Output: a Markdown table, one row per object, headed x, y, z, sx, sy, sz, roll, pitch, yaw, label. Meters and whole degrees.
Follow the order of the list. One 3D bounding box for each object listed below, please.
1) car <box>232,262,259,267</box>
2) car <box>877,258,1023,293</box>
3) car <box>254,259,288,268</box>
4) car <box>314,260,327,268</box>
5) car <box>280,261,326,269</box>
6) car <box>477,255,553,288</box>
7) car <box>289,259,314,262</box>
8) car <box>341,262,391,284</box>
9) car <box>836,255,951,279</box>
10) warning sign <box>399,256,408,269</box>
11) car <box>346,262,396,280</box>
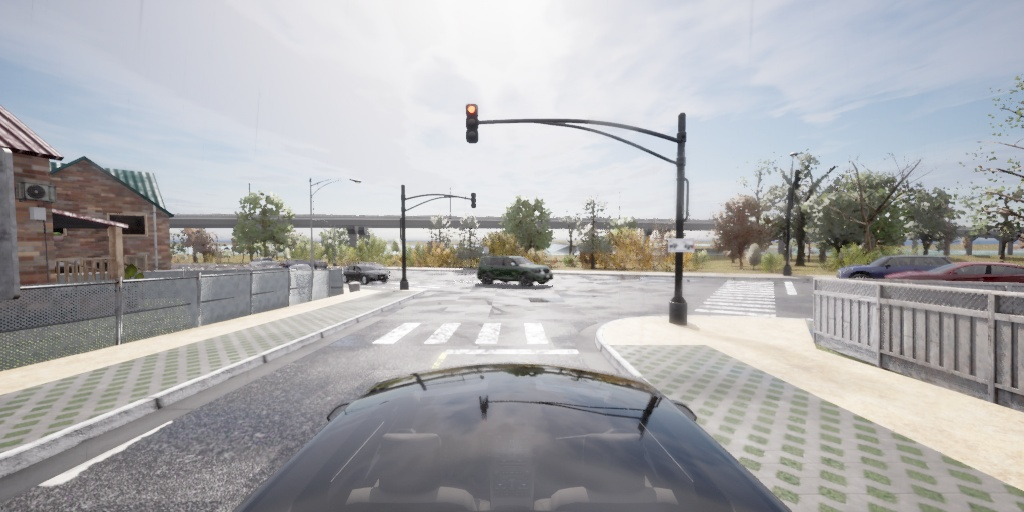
| x | y | z | sx | sy | sz | roll | pitch | yaw | label |
| --- | --- | --- | --- | --- | --- | --- | --- | --- | --- |
| -34.912 | 1.753 | 46.176 | 4.718 | 1.301 | 1.895 | -1 | 2 | 36 | car |
| 19.184 | 0.981 | 15.037 | 5.008 | 1.535 | 1.882 | 0 | 2 | 36 | car |
| -32.492 | 1.544 | 48.423 | 4.892 | 1.490 | 1.837 | -1 | 1 | 36 | car |
| -30.156 | 1.317 | 54.832 | 4.902 | 1.511 | 2.128 | -1 | 2 | 36 | car |
| -21.056 | 1.560 | 36.046 | 4.674 | 1.442 | 1.812 | -1 | 2 | 36 | car |
| 0.062 | 0.989 | 24.679 | 5.566 | 2.045 | 2.150 | -1 | 1 | 36 | car |
| -31.088 | 1.277 | 51.614 | 4.553 | 1.767 | 2.097 | 0 | 2 | 36 | car |
| -12.199 | 1.466 | 29.595 | 4.892 | 1.490 | 1.837 | 0 | 2 | 36 | car |
| 19.830 | 0.755 | 18.579 | 4.553 | 1.767 | 2.097 | 0 | 2 | 36 | car |
| -14.236 | 0.719 | 46.795 | 1.060 | 1.860 | 1.300 | 0 | 0 | 36 | warning sign |
| -13.682 | 1.369 | 34.690 | 4.902 | 1.511 | 2.128 | 0 | 2 | 36 | car |
